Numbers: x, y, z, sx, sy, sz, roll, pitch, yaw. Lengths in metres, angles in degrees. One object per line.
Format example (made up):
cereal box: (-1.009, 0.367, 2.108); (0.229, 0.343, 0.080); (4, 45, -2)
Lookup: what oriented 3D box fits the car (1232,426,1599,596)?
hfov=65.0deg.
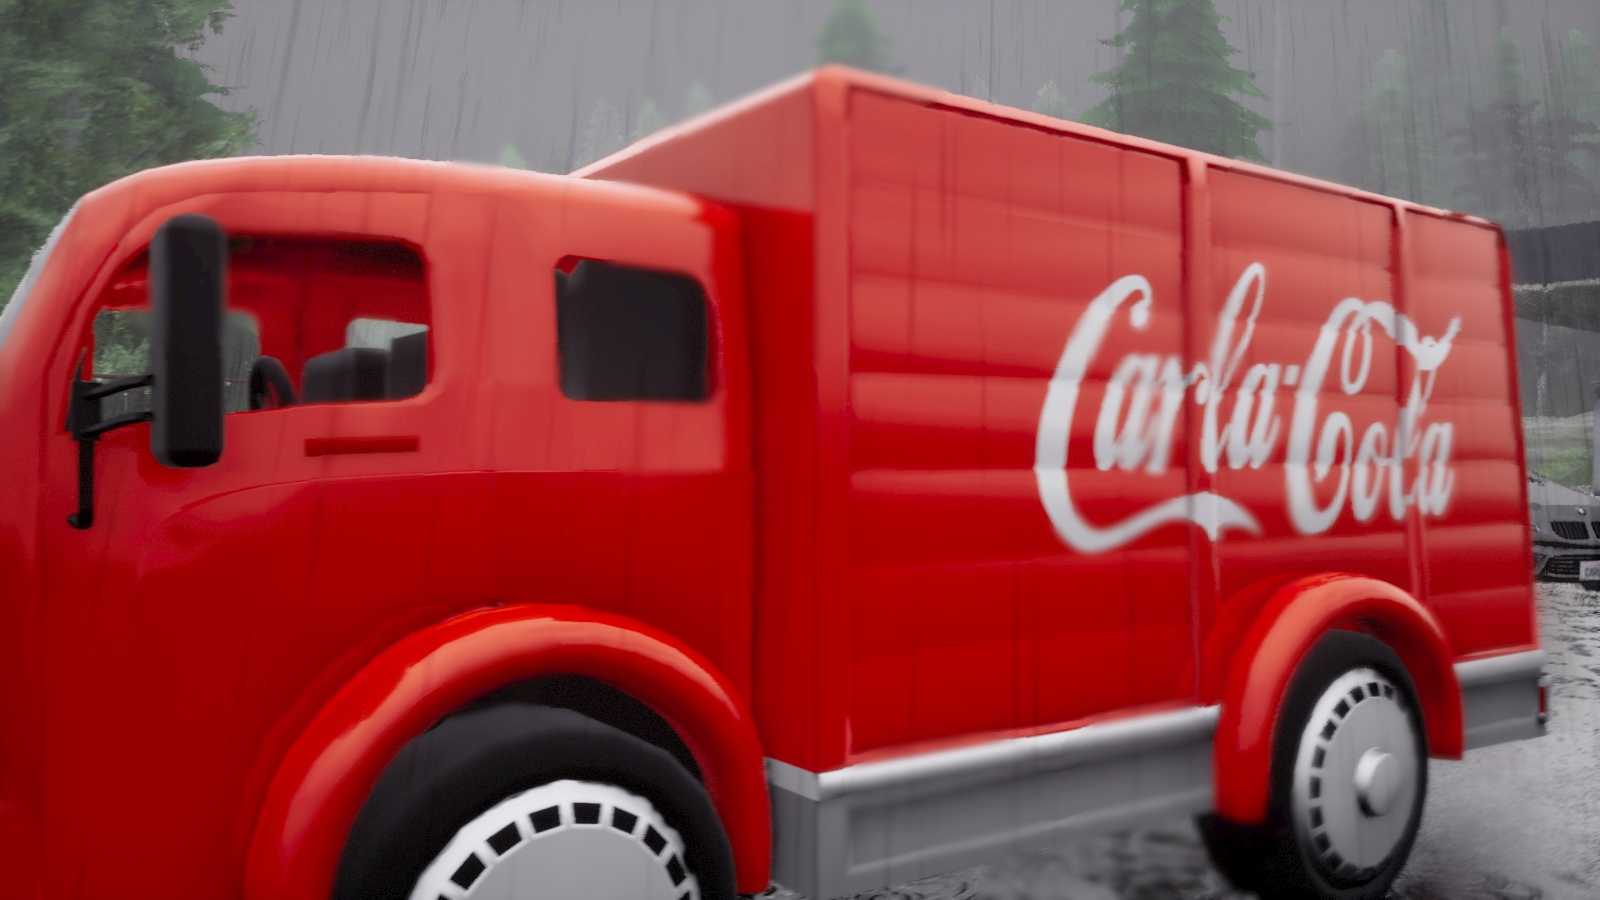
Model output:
car: (7.429, 0.611, 14.811); (2.242, 1.667, 4.611); (0, 0, -14)

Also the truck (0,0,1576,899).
truck: (-0.036, 0.268, 4.213); (5.204, 2.467, 2.627); (0, 0, -35)
